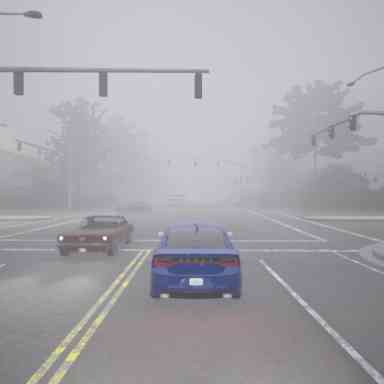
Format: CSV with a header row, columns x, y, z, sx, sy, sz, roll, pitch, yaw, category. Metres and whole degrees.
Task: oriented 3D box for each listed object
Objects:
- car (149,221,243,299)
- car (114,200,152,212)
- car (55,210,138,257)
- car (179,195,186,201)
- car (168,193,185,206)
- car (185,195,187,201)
x,y,z,sx,sy,sz,roll,pitch,yaw,category
0.086,1.477,8.515,1.882,1.535,5.008,0,0,0,car
-6.429,1.562,36.605,4.181,1.385,1.994,0,0,-40,car
-3.577,1.600,13.087,1.895,1.301,4.718,0,0,0,car
-2.397,1.521,84.725,1.812,1.442,4.674,0,0,0,car
-2.738,1.217,55.209,2.150,2.045,5.566,0,0,1,car
-2.526,1.223,69.732,2.150,2.045,5.566,0,0,0,car
